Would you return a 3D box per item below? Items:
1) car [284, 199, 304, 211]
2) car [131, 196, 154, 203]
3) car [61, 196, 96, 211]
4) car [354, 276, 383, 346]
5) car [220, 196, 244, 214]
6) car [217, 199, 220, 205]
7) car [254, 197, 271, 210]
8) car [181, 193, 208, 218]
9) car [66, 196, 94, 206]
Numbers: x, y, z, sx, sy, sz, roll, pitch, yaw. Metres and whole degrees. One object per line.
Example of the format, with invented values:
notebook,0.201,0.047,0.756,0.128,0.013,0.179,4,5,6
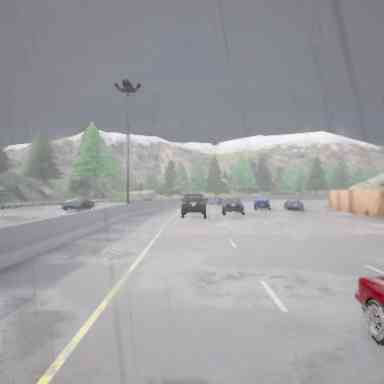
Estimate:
car,11.902,1.471,38.794,1.994,1.385,4.181,0,0,12
car,-7.273,1.380,49.057,1.882,1.535,5.008,0,0,16
car,-13.076,1.453,38.763,2.033,1.411,5.357,0,0,8
car,3.601,1.592,3.369,1.895,1.301,4.718,0,0,0
car,4.133,1.272,33.637,2.097,1.767,4.553,0,0,6
car,5.621,1.396,53.887,1.812,1.442,4.674,-1,0,25
car,8.844,1.378,41.550,1.882,1.535,5.008,-1,0,14
car,0.260,1.147,29.822,2.150,2.045,5.566,0,0,3
car,-17.384,1.405,51.874,1.812,1.442,4.674,0,0,16
